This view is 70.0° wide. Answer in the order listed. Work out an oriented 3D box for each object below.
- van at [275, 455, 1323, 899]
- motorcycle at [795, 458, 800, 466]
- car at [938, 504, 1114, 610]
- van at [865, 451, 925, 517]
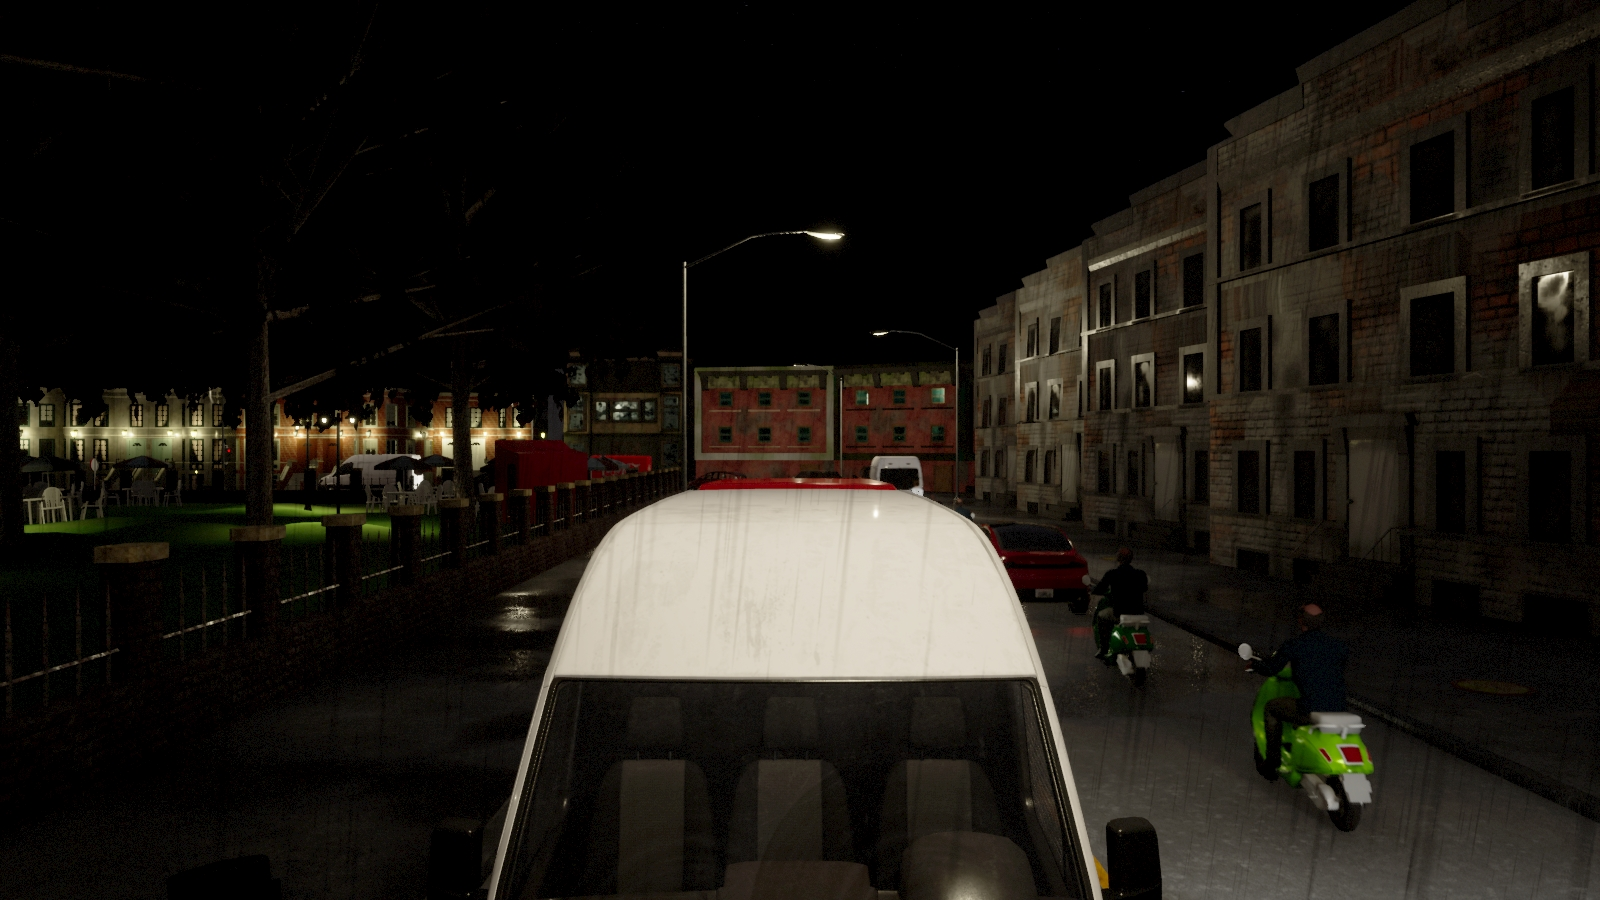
[{"bbox_3d":[-0.006,1.314,5.127,1.988,2.561,5.915,0,0,0],"label":"van"},{"bbox_3d":[-0.384,1.962,183.190,0.856,1.236,1.805,0,0,0],"label":"motorcycle"},{"bbox_3d":[3.941,1.841,20.850,2.231,1.480,4.892,0,0,0],"label":"car"},{"bbox_3d":[3.851,1.314,47.187,1.988,2.561,5.915,0,0,0],"label":"van"}]
